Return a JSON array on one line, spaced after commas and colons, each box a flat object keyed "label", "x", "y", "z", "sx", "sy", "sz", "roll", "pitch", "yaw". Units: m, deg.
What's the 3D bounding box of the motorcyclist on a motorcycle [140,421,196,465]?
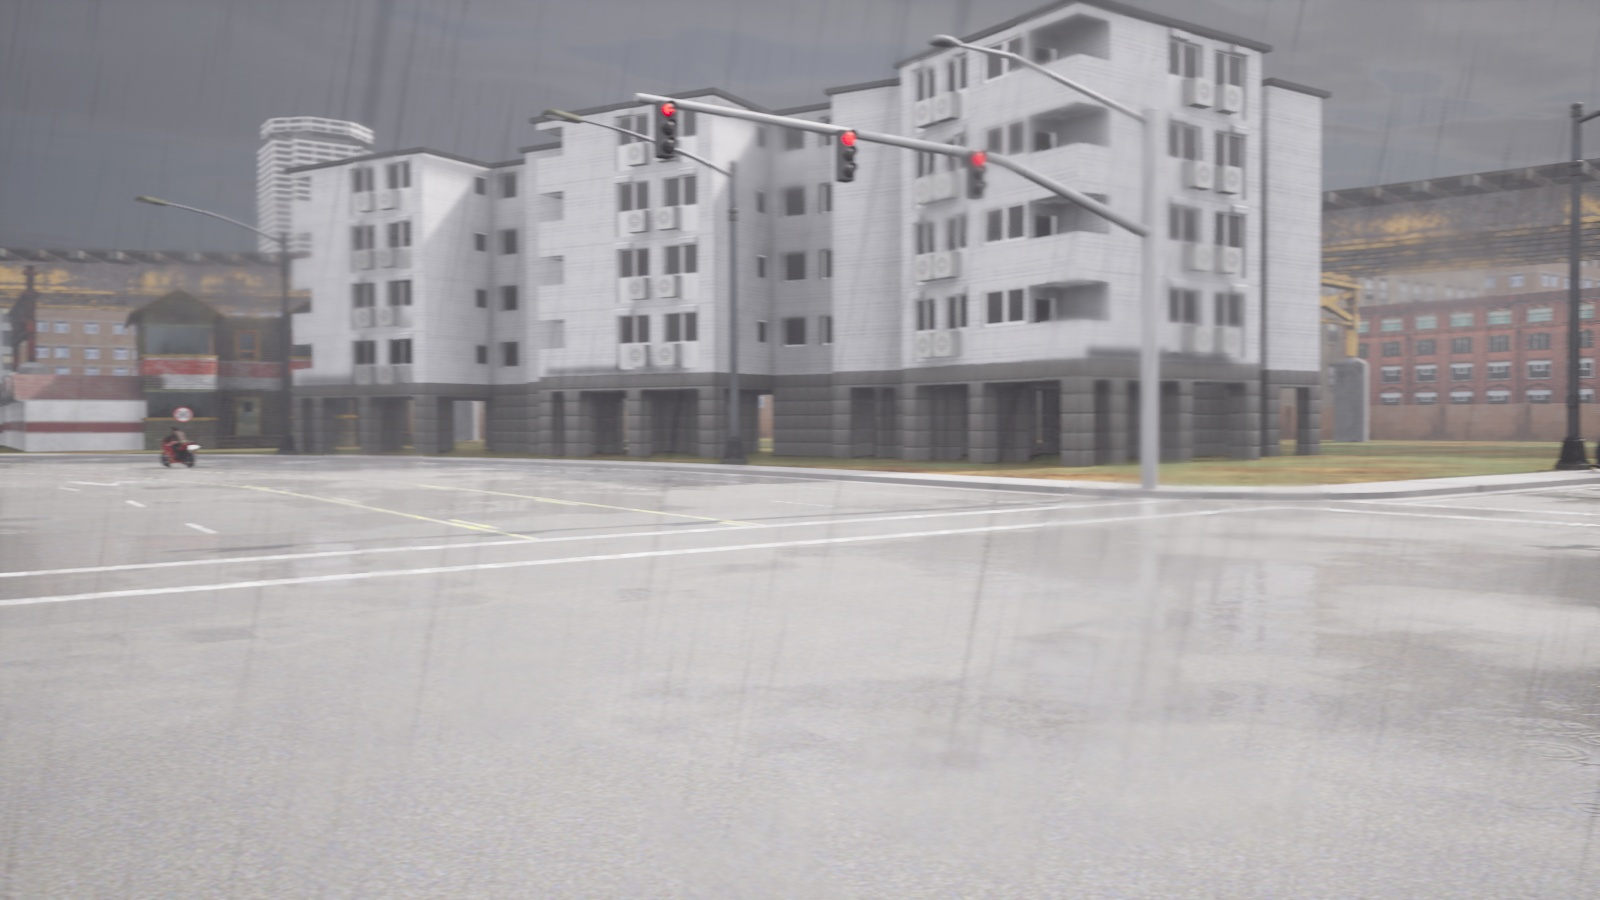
[{"label": "motorcyclist on a motorcycle", "x": -22.771, "y": -0.266, "z": 45.255, "sx": 2.044, "sy": 1.523, "sz": 0.797, "roll": 1, "pitch": 2, "yaw": 30}]

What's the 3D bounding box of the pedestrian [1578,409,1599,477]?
[{"label": "pedestrian", "x": 21.698, "y": -0.191, "z": 34.200, "sx": 0.694, "sy": 1.848, "sz": 0.540, "roll": 0, "pitch": 1, "yaw": -18}]
